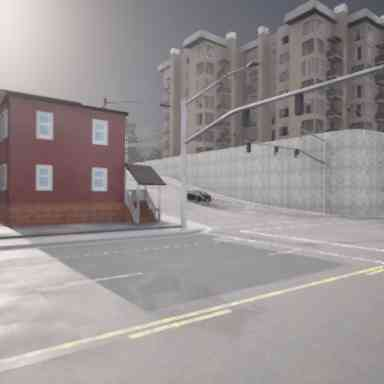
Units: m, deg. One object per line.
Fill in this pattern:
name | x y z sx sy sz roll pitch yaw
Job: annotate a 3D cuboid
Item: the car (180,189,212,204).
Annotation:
car | 0.399 0.430 39.965 2.128 1.511 4.902 1 8 -36
